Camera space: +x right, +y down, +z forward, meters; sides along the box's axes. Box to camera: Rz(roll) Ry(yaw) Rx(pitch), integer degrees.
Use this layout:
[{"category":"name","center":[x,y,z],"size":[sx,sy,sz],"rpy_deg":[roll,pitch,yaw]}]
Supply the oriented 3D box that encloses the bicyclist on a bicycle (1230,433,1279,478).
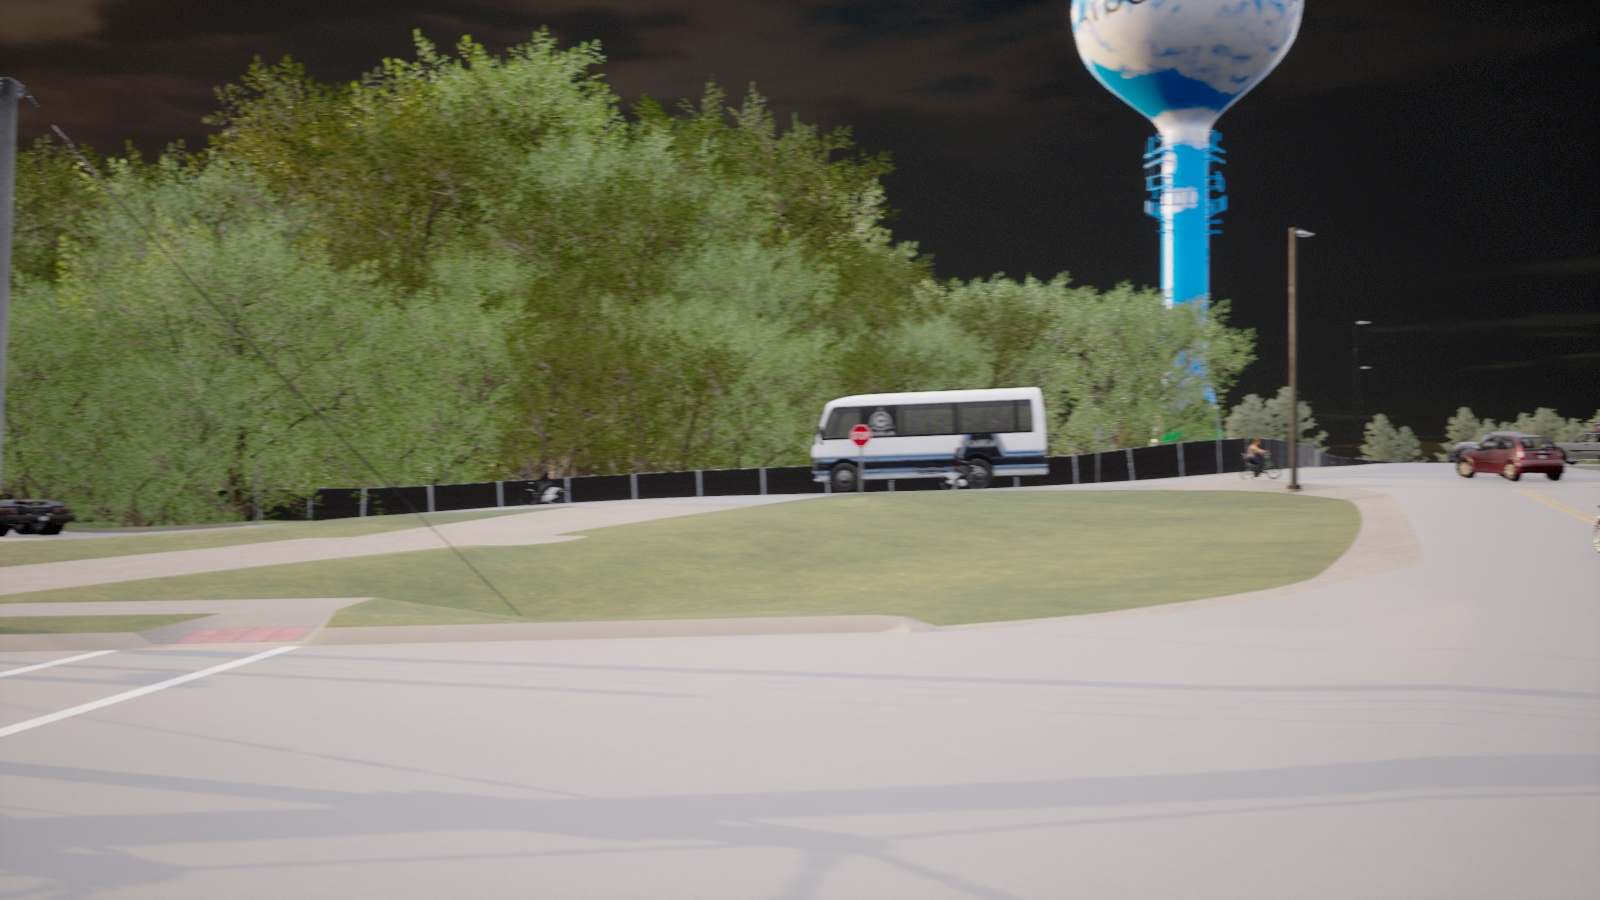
[{"category":"bicyclist on a bicycle","center":[17.523,0.224,48.428],"size":[1.509,1.612,0.866],"rpy_deg":[-5,-2,8]}]

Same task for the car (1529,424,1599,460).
[{"category":"car","center":[42.741,-0.419,68.686],"size":[1.932,1.855,4.605],"rpy_deg":[1,-1,-34]}]

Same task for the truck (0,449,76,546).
[{"category":"truck","center":[-31.629,1.731,47.800],"size":[7.936,3.462,2.891],"rpy_deg":[0,-2,25]}]

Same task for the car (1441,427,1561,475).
[{"category":"car","center":[25.060,0.004,45.039],"size":[1.851,1.617,3.988],"rpy_deg":[-1,1,-4]}]

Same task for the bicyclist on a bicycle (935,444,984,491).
[{"category":"bicyclist on a bicycle","center":[6.430,0.708,50.617],"size":[1.843,1.776,0.659],"rpy_deg":[-3,-1,11]}]

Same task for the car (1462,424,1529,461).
[{"category":"car","center":[32.617,-0.357,59.013],"size":[2.242,1.667,4.611],"rpy_deg":[-1,0,23]}]

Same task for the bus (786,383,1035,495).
[{"category":"bus","center":[4.886,-0.373,54.527],"size":[10.273,4.253,3.944],"rpy_deg":[-2,-2,11]}]

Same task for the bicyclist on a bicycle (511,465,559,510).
[{"category":"bicyclist on a bicycle","center":[-11.207,1.577,53.096],"size":[1.843,1.776,0.659],"rpy_deg":[-3,0,-20]}]
